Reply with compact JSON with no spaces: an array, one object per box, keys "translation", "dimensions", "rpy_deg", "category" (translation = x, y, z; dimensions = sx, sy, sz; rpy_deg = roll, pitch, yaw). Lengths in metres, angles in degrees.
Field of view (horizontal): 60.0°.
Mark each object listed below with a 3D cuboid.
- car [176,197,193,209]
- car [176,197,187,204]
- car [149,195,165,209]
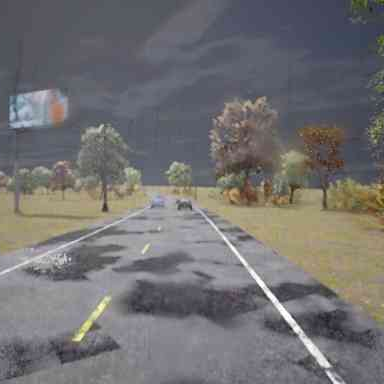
[{"translation":[-0.981,1.562,44.813],"dimensions":[1.812,1.442,4.674],"rpy_deg":[0,0,-3],"category":"car"},{"translation":[-2.031,1.634,63.660],"dimensions":[1.895,1.301,4.718],"rpy_deg":[0,0,-4],"category":"car"},{"translation":[-4.713,1.566,45.818],"dimensions":[1.812,1.442,4.674],"rpy_deg":[0,0,-2],"category":"car"}]
